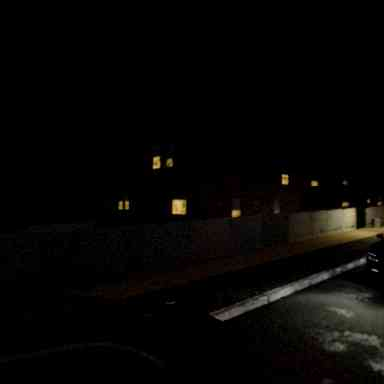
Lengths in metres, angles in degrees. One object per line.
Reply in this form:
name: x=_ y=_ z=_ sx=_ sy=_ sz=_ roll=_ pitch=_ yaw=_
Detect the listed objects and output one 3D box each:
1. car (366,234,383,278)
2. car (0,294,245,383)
car: x=6.868 y=1.640 z=9.950 sx=5.008 sy=1.535 sz=1.882 roll=0 pitch=-2 yaw=-44
car: x=-1.770 y=1.584 z=1.983 sx=4.902 sy=1.511 sz=2.128 roll=0 pitch=-2 yaw=-39
